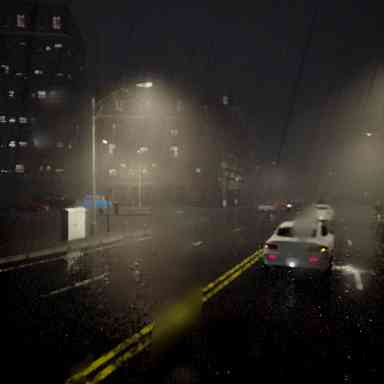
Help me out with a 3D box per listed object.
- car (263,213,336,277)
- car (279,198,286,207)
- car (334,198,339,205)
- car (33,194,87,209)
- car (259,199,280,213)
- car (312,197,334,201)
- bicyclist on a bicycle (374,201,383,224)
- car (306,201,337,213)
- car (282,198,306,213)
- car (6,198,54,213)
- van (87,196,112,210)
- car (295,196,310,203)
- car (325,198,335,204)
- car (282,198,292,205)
[{"bbox_3d":[3.499,1.619,10.619,1.812,1.442,4.674,-1,-1,24],"label":"car"},{"bbox_3d":[15.878,1.991,59.231,1.882,1.535,5.008,0,-1,20],"label":"car"},{"bbox_3d":[30.532,2.051,71.541,1.837,1.490,4.892,-1,-1,18],"label":"car"},{"bbox_3d":[-15.294,1.216,37.831,5.566,2.045,2.150,1,0,-7],"label":"car"},{"bbox_3d":[10.046,1.993,43.796,1.895,1.301,4.718,-1,-1,21],"label":"car"},{"bbox_3d":[17.162,1.832,43.649,1.882,1.535,5.008,0,-1,21],"label":"car"},{"bbox_3d":[14.322,1.561,25.599,0.659,1.776,1.843,-1,0,22],"label":"bicyclist on a bicycle"},{"bbox_3d":[10.540,1.749,27.035,1.812,1.442,4.674,0,-1,22],"label":"car"},{"bbox_3d":[13.318,1.918,43.243,2.033,1.411,5.357,-1,-1,21],"label":"car"},{"bbox_3d":[-17.257,1.542,35.007,4.206,1.307,1.802,1,-1,-7],"label":"car"},{"bbox_3d":[-12.530,1.393,44.000,3.998,1.788,1.690,1,-1,-7],"label":"van"},{"bbox_3d":[19.216,1.713,58.880,2.150,2.045,5.566,-1,-1,20],"label":"car"},{"bbox_3d":[33.703,2.220,81.275,1.895,1.301,4.718,0,-1,18],"label":"car"},{"bbox_3d":[21.321,2.111,74.738,1.882,1.535,5.008,-1,-1,19],"label":"car"}]
